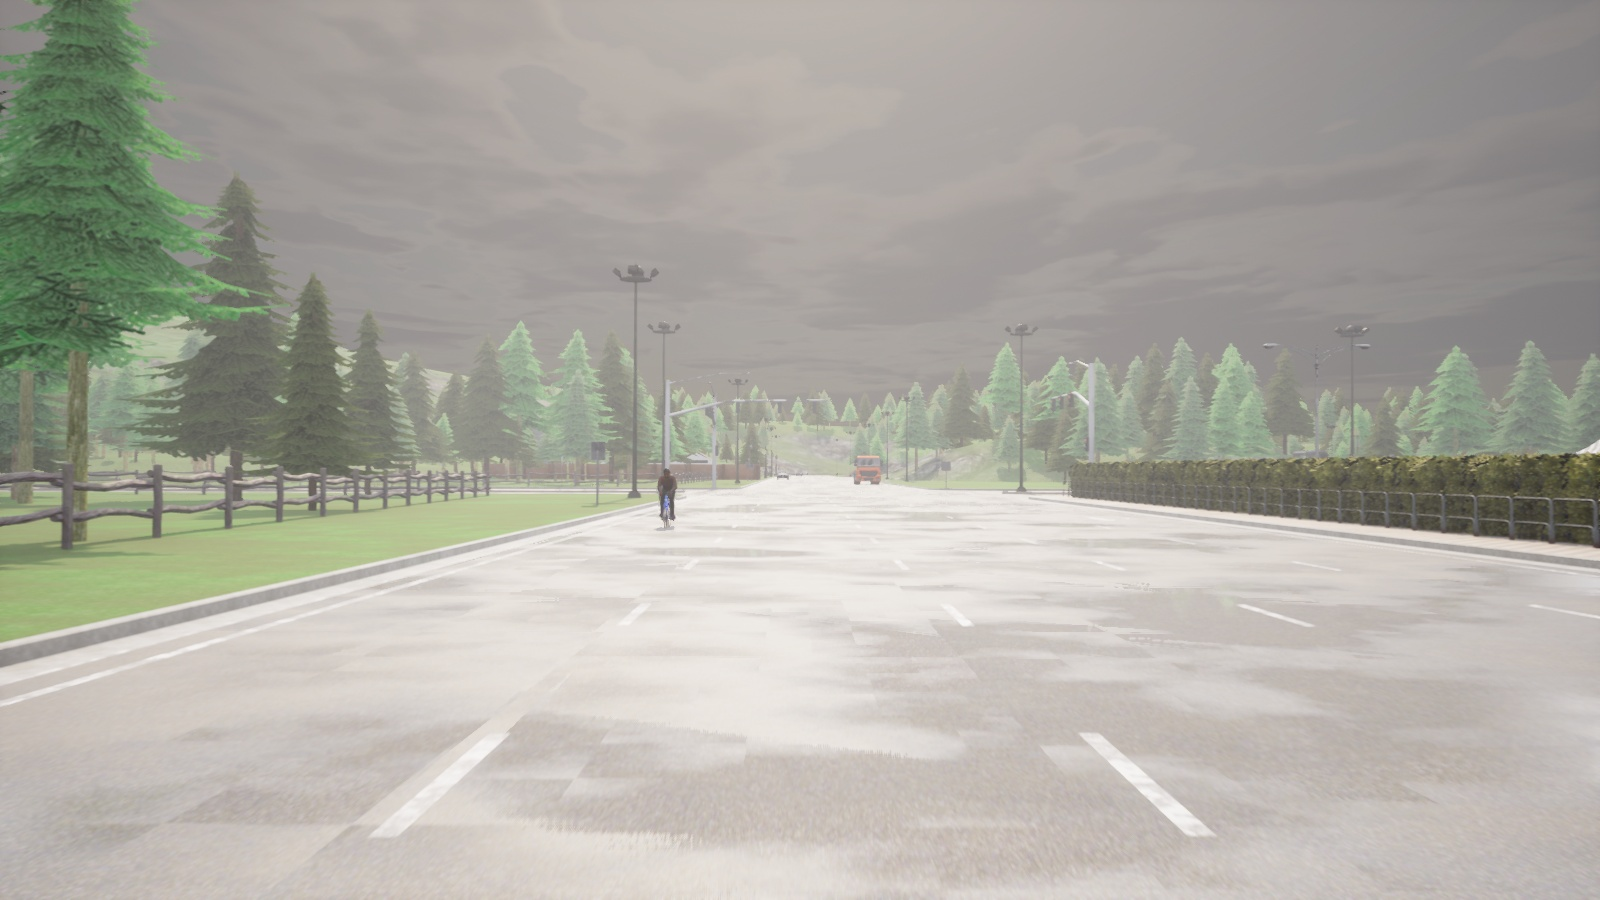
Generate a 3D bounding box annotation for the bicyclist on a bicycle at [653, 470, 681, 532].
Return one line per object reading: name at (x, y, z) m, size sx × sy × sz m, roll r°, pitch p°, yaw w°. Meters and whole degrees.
bicyclist on a bicycle at (-3.579, 1.349, 33.899) m, size 0.582 × 1.620 × 1.656 m, roll 0°, pitch -1°, yaw 0°
